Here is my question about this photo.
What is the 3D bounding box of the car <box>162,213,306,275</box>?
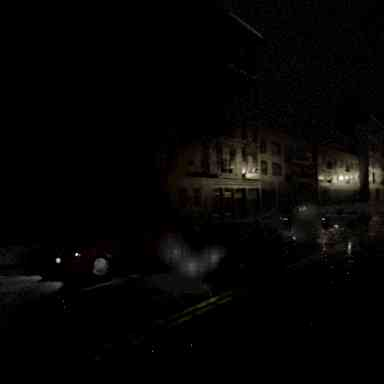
[{"bbox_3d":[1.706,1.662,11.231,2.033,1.411,5.357,-2,-1,40],"label":"car"}]

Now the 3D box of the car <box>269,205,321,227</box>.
[{"bbox_3d":[6.344,1.623,21.825,2.128,1.511,4.902,-2,-1,40],"label":"car"}]

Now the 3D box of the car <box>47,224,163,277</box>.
[{"bbox_3d":[-2.569,1.790,11.160,1.994,1.385,4.181,-2,-1,41],"label":"car"}]

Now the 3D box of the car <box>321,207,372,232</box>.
[{"bbox_3d":[9.657,1.630,20.718,1.895,1.301,4.718,-2,-1,40],"label":"car"}]
